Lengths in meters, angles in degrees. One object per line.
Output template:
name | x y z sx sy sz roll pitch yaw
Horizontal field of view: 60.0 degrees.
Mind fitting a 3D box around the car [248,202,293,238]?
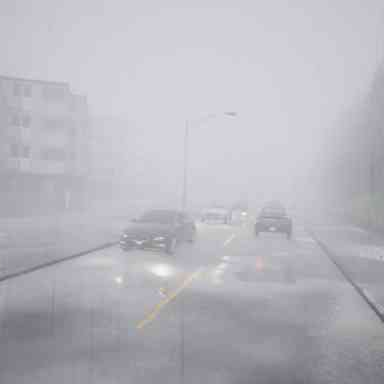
car | 4.526 1.590 18.476 2.128 1.511 4.902 2 0 14

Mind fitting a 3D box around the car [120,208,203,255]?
car | -1.132 1.425 13.183 1.837 1.490 4.892 2 0 14

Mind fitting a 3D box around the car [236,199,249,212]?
car | 6.141 1.630 41.611 2.033 1.411 5.357 2 0 14

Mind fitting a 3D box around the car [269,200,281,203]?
car | 10.590 1.738 42.458 1.837 1.490 4.892 2 0 14

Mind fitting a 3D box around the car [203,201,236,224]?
car | 1.965 1.514 25.395 1.812 1.442 4.674 2 0 14
